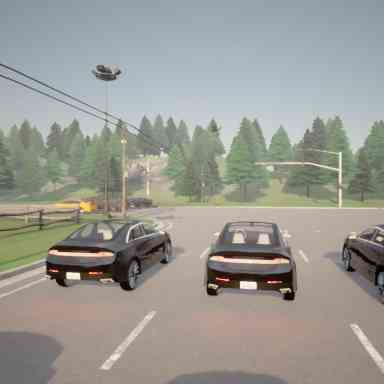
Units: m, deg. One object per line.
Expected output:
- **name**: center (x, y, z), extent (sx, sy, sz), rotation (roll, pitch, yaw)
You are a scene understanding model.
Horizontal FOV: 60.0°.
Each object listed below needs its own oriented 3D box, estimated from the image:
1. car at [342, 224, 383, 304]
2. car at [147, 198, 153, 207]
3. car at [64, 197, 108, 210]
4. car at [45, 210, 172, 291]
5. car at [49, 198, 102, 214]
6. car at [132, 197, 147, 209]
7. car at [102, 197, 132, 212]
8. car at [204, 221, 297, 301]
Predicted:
- **car**: center (4.948, 1.491, 7.789), extent (2.128, 1.511, 4.902), rotation (0, 0, 11)
- **car**: center (-8.032, 1.504, 48.043), extent (4.892, 1.490, 1.837), rotation (0, 0, 12)
- **car**: center (-13.360, 1.477, 41.985), extent (5.008, 1.535, 1.882), rotation (0, 0, 12)
- **car**: center (-1.924, 1.491, 9.129), extent (2.128, 1.511, 4.902), rotation (0, 0, 12)
- **car**: center (-12.387, 1.477, 34.642), extent (5.008, 1.535, 1.882), rotation (0, 0, 12)
- **car**: center (-8.989, 1.504, 44.665), extent (4.892, 1.490, 1.837), rotation (0, 0, 12)
- **car**: center (-10.030, 1.547, 37.734), extent (5.357, 1.411, 2.033), rotation (0, 0, 12)
- **car**: center (1.511, 1.491, 8.451), extent (2.128, 1.511, 4.902), rotation (0, 0, 11)
